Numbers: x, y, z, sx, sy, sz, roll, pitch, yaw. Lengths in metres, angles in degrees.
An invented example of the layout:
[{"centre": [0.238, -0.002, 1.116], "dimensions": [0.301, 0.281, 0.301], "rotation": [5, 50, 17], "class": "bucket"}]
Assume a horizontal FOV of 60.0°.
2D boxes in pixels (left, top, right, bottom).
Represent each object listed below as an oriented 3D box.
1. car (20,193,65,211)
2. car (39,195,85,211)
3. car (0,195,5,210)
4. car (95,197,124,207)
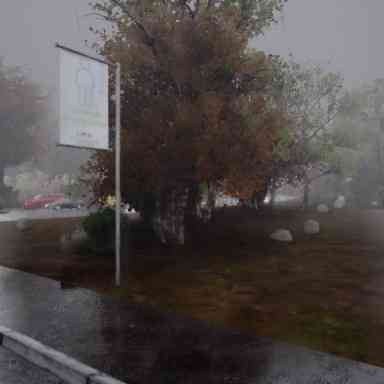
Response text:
[{"centre": [-18.608, 1.211, 42.143], "dimensions": [2.150, 2.045, 5.566], "rotation": [0, 0, 38], "class": "car"}, {"centre": [-15.421, 1.480, 40.535], "dimensions": [2.128, 1.511, 4.902], "rotation": [0, 0, 38], "class": "car"}, {"centre": [-21.604, 1.221, 32.786], "dimensions": [2.150, 2.045, 5.566], "rotation": [0, 0, 39], "class": "car"}, {"centre": [-12.309, 1.434, 50.188], "dimensions": [1.882, 1.535, 5.008], "rotation": [0, 0, 38], "class": "car"}]
